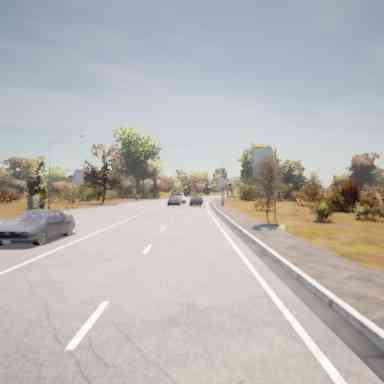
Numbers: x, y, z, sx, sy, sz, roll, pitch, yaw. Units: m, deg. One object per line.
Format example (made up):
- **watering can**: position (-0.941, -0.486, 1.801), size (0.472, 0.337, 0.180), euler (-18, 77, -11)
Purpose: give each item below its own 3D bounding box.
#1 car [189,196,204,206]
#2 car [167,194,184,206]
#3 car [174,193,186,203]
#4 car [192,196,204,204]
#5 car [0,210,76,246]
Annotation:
- **car**: position (0.603, 1.457, 52.802), size (1.837, 1.490, 4.892), euler (0, 0, 3)
- **car**: position (-2.878, 1.514, 53.325), size (1.994, 1.385, 4.181), euler (0, 0, 3)
- **car**: position (-2.371, 1.182, 63.284), size (2.150, 2.045, 5.566), euler (0, 0, 4)
- **car**: position (1.119, 1.509, 63.029), size (1.994, 1.385, 4.181), euler (0, 0, 4)
- **car**: position (-7.047, 1.530, 15.335), size (2.033, 1.411, 5.357), euler (0, 0, 1)
